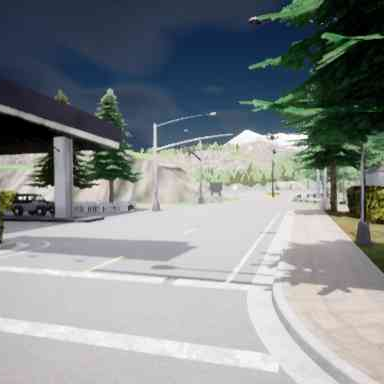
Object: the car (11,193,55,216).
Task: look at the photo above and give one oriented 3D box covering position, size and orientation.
[{"bbox_3d":[-13.123,1.064,27.819,3.866,1.878,1.905,-1,1,18],"label":"car"}]
